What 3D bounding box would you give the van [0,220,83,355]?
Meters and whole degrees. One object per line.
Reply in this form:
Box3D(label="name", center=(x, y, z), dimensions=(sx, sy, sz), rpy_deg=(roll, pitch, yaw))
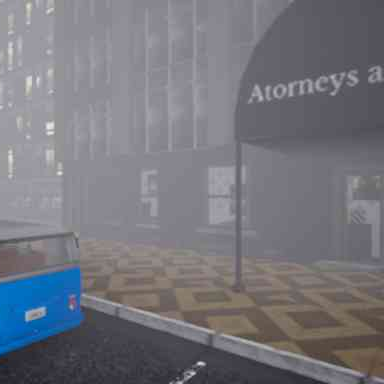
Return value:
Box3D(label="van", center=(-3.532, 1.346, 5.392), dimensions=(3.998, 1.788, 1.690), rpy_deg=(0, 0, 35))
